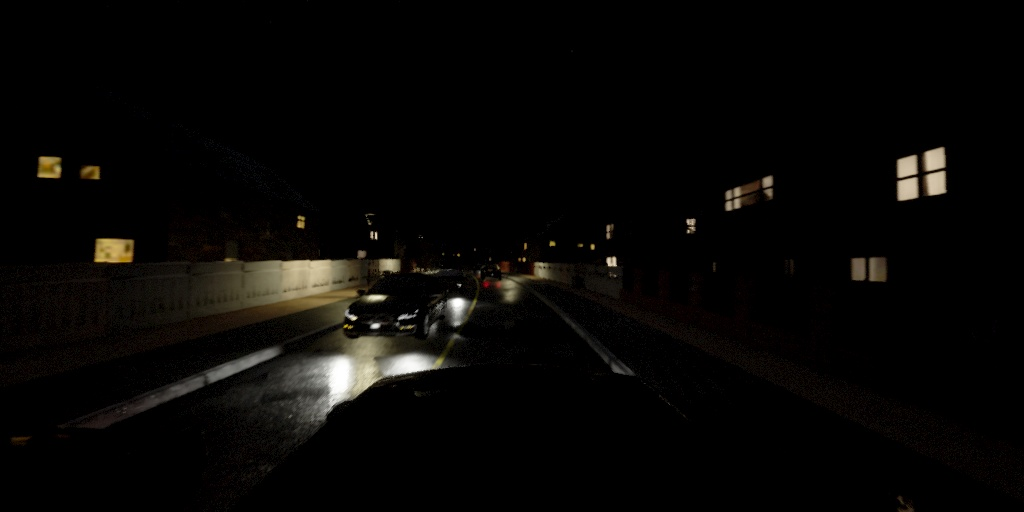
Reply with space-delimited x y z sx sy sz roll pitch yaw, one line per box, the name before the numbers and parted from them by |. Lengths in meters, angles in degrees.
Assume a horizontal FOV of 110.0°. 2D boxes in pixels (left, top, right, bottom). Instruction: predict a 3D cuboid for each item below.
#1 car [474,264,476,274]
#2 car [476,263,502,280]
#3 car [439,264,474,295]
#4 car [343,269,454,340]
car | -4.080 1.625 46.964 1.837 1.490 4.892 2 0 -11
car | -2.101 1.510 35.068 2.128 1.511 4.902 1 -1 -8
car | -3.499 1.386 20.786 2.033 1.411 5.357 1 -1 -4
car | -2.995 1.265 10.129 1.837 1.490 4.892 1 0 -2
